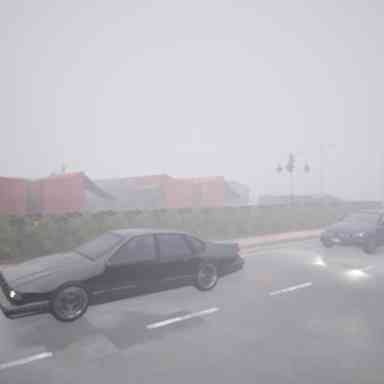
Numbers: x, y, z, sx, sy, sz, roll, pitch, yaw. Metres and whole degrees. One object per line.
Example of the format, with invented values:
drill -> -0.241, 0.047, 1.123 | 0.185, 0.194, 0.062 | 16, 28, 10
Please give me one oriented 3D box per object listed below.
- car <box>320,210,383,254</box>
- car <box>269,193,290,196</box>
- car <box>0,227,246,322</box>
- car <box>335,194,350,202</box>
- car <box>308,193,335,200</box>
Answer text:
car -> 7.109, 1.469, 13.341 | 4.674, 1.442, 1.812 | 0, 0, -35
car -> 17.909, 1.249, 66.171 | 1.970, 1.475, 3.806 | 0, 0, -35
car -> -1.241, 1.538, 7.404 | 5.357, 1.411, 2.033 | 0, 0, -35
car -> 21.863, 1.261, 50.496 | 1.970, 1.475, 3.806 | 0, 0, -35
car -> 17.324, 1.044, 47.251 | 1.932, 1.855, 4.605 | 0, 0, -35
